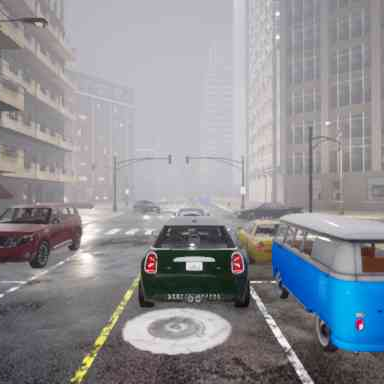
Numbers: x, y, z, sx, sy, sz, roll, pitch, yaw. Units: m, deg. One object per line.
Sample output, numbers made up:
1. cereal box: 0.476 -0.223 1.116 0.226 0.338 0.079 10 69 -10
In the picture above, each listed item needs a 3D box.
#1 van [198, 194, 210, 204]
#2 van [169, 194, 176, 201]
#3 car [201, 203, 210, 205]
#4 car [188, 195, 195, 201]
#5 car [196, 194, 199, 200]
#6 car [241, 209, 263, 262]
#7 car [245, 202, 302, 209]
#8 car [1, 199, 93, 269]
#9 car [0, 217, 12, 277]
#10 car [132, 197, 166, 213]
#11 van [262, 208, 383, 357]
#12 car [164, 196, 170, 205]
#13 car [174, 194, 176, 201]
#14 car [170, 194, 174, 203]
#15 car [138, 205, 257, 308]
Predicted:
1. van: 2.464 1.415 60.409 1.690 1.788 3.998 0 0 0
2. van: -5.474 1.520 93.709 1.690 1.788 3.998 0 0 0
3. car: -0.030 1.532 17.141 1.812 1.442 4.674 0 0 0
4. car: -0.154 1.639 88.949 1.882 1.535 5.008 0 0 0
5. car: 2.425 1.684 82.618 1.887 1.381 4.507 0 0 0
6. car: 2.549 1.528 11.584 1.752 1.417 4.829 0 0 0
7. car: 5.924 1.484 25.821 5.357 1.411 2.033 -1 0 -7
8. car: -5.329 1.318 11.394 2.192 1.841 5.009 0 0 0
9. car: -5.320 1.441 5.858 1.967 1.590 4.097 0 0 0
10. car: -4.769 1.531 34.704 1.837 1.490 4.892 0 0 -28
11. van: 2.561 1.342 5.877 1.690 1.788 3.998 0 0 0
12. car: -5.416 1.598 60.225 1.752 1.417 4.829 0 0 0
13. car: -5.446 1.687 77.053 1.947 1.339 4.313 0 0 0
14. car: -5.436 1.544 71.500 1.967 1.590 4.097 0 0 0
15. car: 0.050 1.353 8.098 2.097 1.767 4.553 0 0 0
